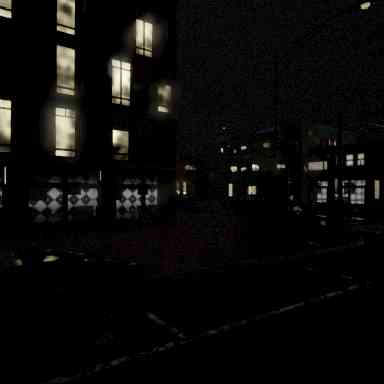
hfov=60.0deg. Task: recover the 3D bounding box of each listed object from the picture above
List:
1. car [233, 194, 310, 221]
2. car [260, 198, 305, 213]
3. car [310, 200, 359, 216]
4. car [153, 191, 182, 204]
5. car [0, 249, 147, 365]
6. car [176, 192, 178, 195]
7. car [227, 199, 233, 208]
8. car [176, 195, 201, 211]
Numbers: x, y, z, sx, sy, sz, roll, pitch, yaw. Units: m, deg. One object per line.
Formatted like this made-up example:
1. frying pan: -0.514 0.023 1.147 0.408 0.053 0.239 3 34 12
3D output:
1. car: 5.774 1.101 24.781 2.192 1.841 5.009 1 0 -36
2. car: 9.225 1.340 34.216 1.802 1.307 4.206 1 0 -36
3. car: 12.515 1.371 29.752 1.887 1.381 4.507 1 0 -36
4. car: -3.927 0.793 52.077 2.192 1.841 5.009 1 0 -36
5. car: -2.722 1.566 4.613 4.313 1.339 1.947 0 0 -36
6. car: -0.643 1.101 47.613 2.008 1.369 4.403 1 0 -36
7. car: 5.937 1.130 38.683 1.967 1.590 4.097 1 0 -36
8. car: -0.812 1.231 33.712 1.802 1.307 4.206 1 0 -36
